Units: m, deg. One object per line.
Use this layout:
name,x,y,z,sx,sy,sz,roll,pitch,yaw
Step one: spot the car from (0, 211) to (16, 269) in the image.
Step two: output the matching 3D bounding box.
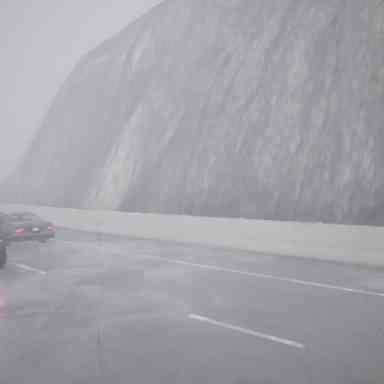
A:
car,-7.470,1.368,10.017,4.553,1.767,2.097,0,0,40

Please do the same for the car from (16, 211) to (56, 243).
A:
car,-8.281,1.574,15.257,5.357,1.411,2.033,0,0,41
